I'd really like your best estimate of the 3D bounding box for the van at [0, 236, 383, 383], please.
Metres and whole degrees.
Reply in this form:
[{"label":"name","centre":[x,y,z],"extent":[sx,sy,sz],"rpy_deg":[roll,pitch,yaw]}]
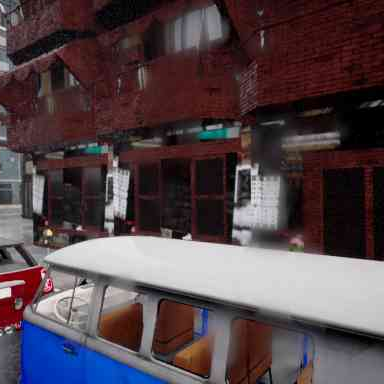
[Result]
[{"label":"van","centre":[0.286,1.341,2.530],"extent":[3.998,1.788,1.690],"rpy_deg":[0,-1,35]}]
